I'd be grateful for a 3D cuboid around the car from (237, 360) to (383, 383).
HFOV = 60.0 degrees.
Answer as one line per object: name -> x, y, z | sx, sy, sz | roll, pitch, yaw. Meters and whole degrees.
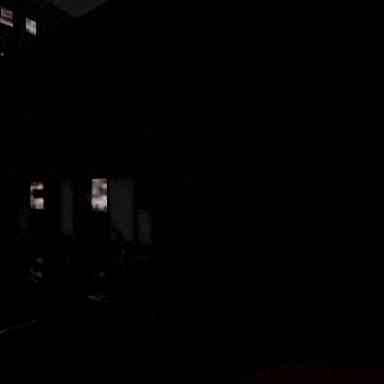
car -> 2.168, 1.525, 1.328 | 4.829, 1.417, 1.752 | 0, 0, 36
